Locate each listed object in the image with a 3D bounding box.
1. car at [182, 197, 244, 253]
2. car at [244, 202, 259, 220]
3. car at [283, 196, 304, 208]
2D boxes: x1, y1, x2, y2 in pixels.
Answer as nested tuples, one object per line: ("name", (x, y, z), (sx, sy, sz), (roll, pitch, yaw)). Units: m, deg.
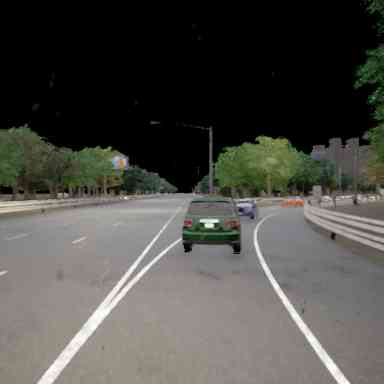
("car", (0.989, 1.231, 13.983), (2.150, 2.045, 5.566), (0, 0, 9))
("car", (4.642, 1.552, 28.764), (1.812, 1.442, 4.674), (0, 0, 18))
("car", (15.269, 1.363, 49.898), (2.097, 1.767, 4.553), (0, 0, 35))
